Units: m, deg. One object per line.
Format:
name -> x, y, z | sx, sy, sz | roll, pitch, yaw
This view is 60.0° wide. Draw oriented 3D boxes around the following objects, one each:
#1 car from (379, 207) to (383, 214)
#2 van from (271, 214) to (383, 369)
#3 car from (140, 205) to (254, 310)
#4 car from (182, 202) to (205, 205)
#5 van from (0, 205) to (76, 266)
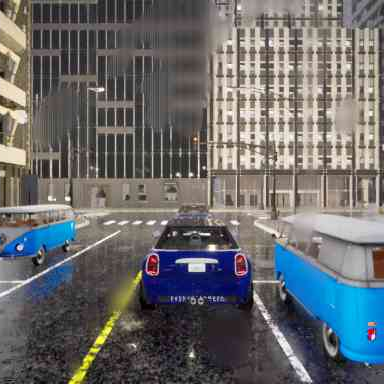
car -> 18.979, 1.491, 29.028 | 4.829, 1.417, 1.752 | 0, 0, 0
van -> 2.558, 1.343, 5.605 | 1.690, 1.788, 3.998 | 0, 0, 0
car -> 0.083, 1.355, 7.978 | 2.097, 1.767, 4.553 | 0, 0, 0
car -> 0.084, 1.360, 18.004 | 2.097, 1.767, 4.553 | 0, 0, 0
van -> -5.336, 1.346, 11.272 | 1.690, 1.788, 3.998 | 0, 0, 0
